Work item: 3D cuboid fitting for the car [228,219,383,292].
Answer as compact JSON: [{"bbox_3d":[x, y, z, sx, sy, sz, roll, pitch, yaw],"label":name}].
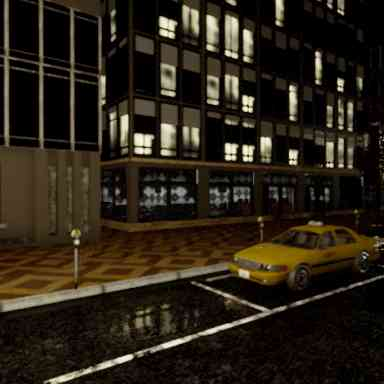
[{"bbox_3d":[3.121,1.479,8.786,4.829,1.417,1.752,0,0,-36],"label":"car"}]
